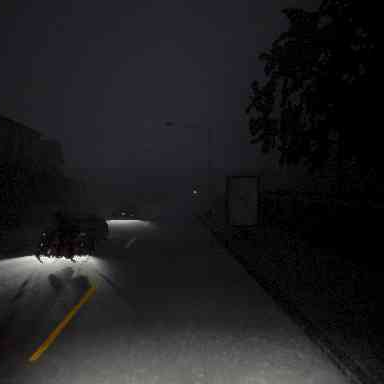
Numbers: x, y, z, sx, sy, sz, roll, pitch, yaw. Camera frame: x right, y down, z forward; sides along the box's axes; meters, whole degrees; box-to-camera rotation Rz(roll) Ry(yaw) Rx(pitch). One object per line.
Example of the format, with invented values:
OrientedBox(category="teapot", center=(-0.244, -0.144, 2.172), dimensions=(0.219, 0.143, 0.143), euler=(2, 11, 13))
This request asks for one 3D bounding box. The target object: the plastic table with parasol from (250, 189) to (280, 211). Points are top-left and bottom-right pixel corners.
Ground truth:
OrientedBox(category="plastic table with parasol", center=(8.627, 0.955, 39.399), dimensions=(2.482, 2.480, 2.482), euler=(1, -1, -43))

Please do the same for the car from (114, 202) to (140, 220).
OrientedBox(category="car", center=(-5.560, 1.564, 28.381), dimensions=(1.994, 1.385, 4.181), euler=(0, 0, -3))

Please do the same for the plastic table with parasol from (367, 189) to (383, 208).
OrientedBox(category="plastic table with parasol", center=(25.882, 0.881, 45.640), dimensions=(2.482, 2.480, 2.482), euler=(1, -2, -41))

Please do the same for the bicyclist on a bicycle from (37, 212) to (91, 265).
OrientedBox(category="bicyclist on a bicycle", center=(-3.985, 1.454, 10.330), dimensions=(1.656, 1.620, 0.582), euler=(-2, 0, -3))

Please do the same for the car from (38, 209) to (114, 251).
OrientedBox(category="car", center=(-4.795, 1.562, 13.992), dimensions=(1.994, 1.385, 4.181), euler=(0, 0, -3))
